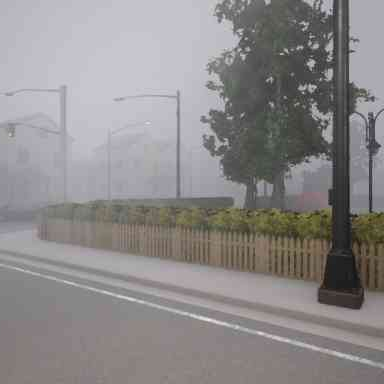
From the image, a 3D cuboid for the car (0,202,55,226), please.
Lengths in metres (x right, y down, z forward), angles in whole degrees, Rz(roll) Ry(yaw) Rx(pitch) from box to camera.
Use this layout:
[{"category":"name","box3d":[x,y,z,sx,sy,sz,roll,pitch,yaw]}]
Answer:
[{"category":"car","box3d":[-12.668,1.600,23.828,1.895,1.301,4.718,0,0,35]}]

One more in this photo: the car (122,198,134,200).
[{"category":"car","box3d":[-7.317,1.491,38.004,2.128,1.511,4.902,0,0,35]}]

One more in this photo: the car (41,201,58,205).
[{"category":"car","box3d":[-13.259,1.547,29.458,2.033,1.411,5.357,0,0,35]}]
